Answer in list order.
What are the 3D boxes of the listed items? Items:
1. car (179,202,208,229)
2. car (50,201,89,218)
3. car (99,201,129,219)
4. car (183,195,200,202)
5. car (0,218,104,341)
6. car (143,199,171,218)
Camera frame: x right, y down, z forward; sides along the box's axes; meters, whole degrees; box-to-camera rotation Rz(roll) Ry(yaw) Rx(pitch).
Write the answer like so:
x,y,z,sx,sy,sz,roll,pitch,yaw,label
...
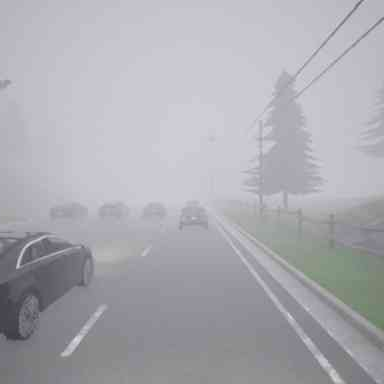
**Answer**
x,y,z,sx,sy,sz,roll,pitch,yaw,label
0.094,1.602,22.104,2.033,1.411,5.357,0,0,0,car
-10.408,1.546,28.544,1.882,1.535,5.008,0,0,0,car
-6.908,1.564,29.822,2.128,1.511,4.902,0,0,0,car
0.087,1.619,46.860,1.837,1.490,4.892,0,0,0,car
-3.402,1.507,6.512,2.128,1.511,4.902,0,0,0,car
-3.409,1.640,31.340,1.994,1.385,4.181,0,0,0,car
